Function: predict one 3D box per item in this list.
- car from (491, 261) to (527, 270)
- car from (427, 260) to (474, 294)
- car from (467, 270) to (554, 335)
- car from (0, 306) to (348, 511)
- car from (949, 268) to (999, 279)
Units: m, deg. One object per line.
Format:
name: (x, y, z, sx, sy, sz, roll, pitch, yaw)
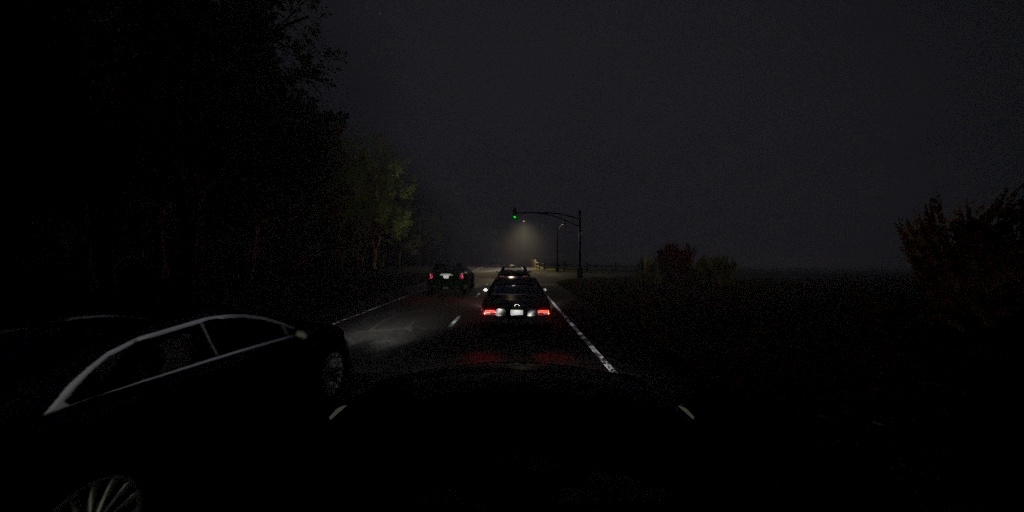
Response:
car: (0.102, 1.246, 20.246, 2.128, 1.511, 4.902, 0, 0, 0)
car: (-3.403, 1.107, 20.599, 2.097, 1.767, 4.553, 0, 0, 0)
car: (0.101, 1.300, 10.464, 2.033, 1.411, 5.357, 0, 0, 0)
car: (-3.400, 1.243, 3.518, 2.128, 1.511, 4.902, 0, 0, 0)
car: (50.201, 1.897, 38.858, 4.718, 1.301, 1.895, 1, -1, 0)
